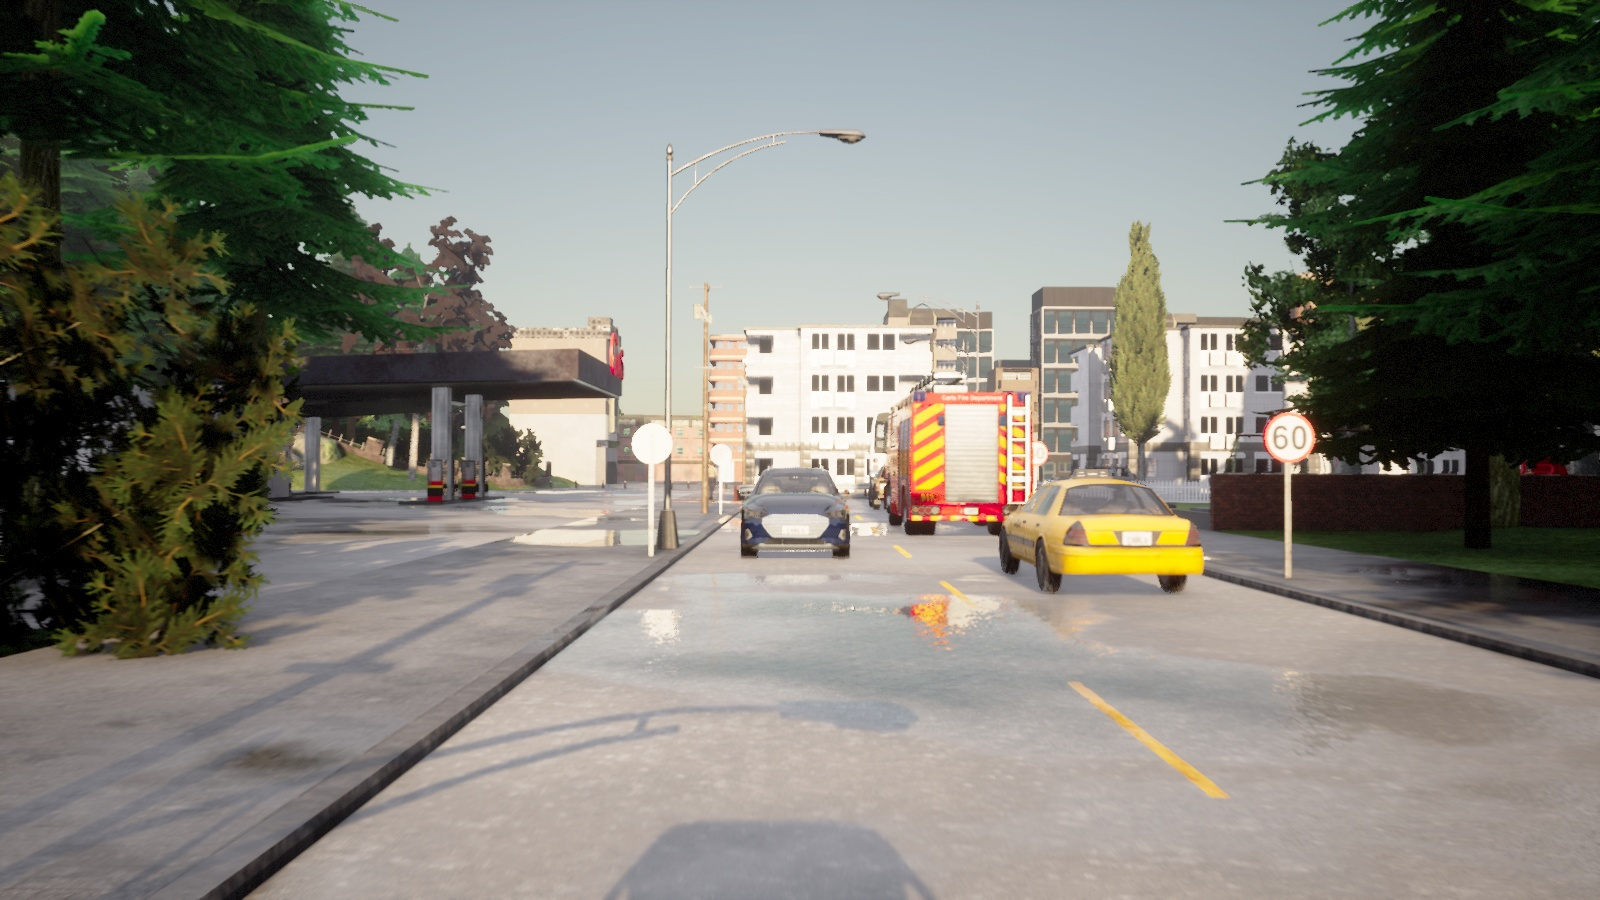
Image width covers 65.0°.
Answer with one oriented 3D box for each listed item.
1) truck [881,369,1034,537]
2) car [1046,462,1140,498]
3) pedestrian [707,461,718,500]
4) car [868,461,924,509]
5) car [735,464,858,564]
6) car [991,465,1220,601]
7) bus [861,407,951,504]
[{"bbox_3d":[3.884,0.142,33.050,2.891,3.827,8.468,0,-1,0],"label":"truck"},{"bbox_3d":[15.641,1.604,67.181,4.605,1.855,1.932,0,-1,0],"label":"car"},{"bbox_3d":[-4.127,1.456,59.376,0.345,1.836,0.594,0,-1,16],"label":"pedestrian"},{"bbox_3d":[3.822,1.398,50.744,1.932,1.855,4.605,0,-1,0],"label":"car"},{"bbox_3d":[-0.074,1.102,23.274,2.033,1.649,4.856,0,-1,0],"label":"car"},{"bbox_3d":[3.949,1.002,17.225,1.801,1.575,5.366,0,-1,0],"label":"car"},{"bbox_3d":[5.178,0.357,60.428,3.944,4.253,10.273,0,-1,6],"label":"bus"}]
